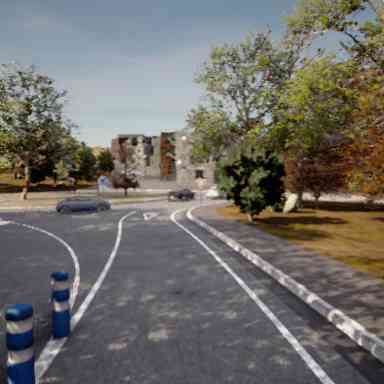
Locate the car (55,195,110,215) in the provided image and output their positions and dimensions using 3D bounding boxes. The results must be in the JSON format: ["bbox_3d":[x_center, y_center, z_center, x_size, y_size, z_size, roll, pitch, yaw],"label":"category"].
[{"bbox_3d":[-8.719,0.963,26.682,4.181,1.385,1.994,-2,3,-23],"label":"car"}]

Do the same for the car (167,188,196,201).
[{"bbox_3d":[-1.175,0.245,39.212,1.837,1.490,4.892,2,4,25],"label":"car"}]

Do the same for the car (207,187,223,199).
[{"bbox_3d":[3.020,0.051,42.781,1.812,1.442,4.674,0,3,9],"label":"car"}]
